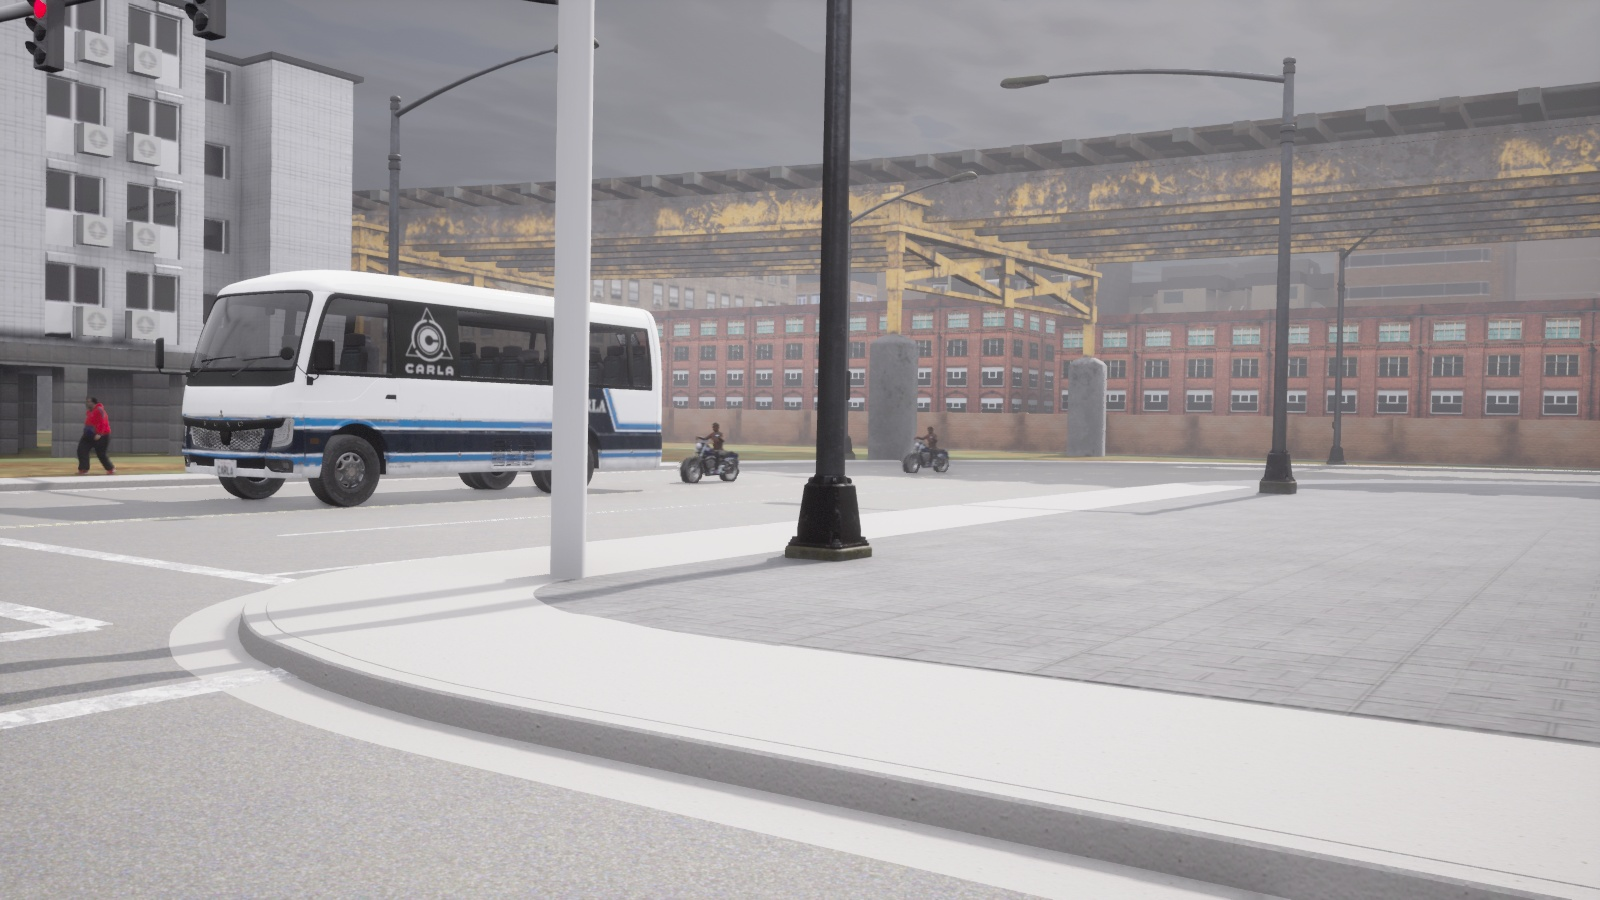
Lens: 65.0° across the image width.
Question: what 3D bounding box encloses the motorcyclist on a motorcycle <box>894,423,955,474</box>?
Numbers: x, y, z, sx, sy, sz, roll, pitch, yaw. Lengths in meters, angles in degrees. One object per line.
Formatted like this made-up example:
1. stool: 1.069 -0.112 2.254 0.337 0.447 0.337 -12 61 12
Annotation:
1. motorcyclist on a motorcycle: 4.213 -0.075 42.380 0.766 1.649 2.350 2 2 44

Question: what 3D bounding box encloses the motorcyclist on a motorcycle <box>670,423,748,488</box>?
1. motorcyclist on a motorcycle: -2.365 0.115 32.915 0.766 1.649 2.350 1 2 33

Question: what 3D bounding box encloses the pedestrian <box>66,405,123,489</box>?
1. pedestrian: -15.664 -0.078 27.900 0.634 1.844 0.899 1 1 32

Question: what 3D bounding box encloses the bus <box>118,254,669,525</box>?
1. bus: -7.391 -1.054 25.062 3.944 4.253 10.273 1 1 33
